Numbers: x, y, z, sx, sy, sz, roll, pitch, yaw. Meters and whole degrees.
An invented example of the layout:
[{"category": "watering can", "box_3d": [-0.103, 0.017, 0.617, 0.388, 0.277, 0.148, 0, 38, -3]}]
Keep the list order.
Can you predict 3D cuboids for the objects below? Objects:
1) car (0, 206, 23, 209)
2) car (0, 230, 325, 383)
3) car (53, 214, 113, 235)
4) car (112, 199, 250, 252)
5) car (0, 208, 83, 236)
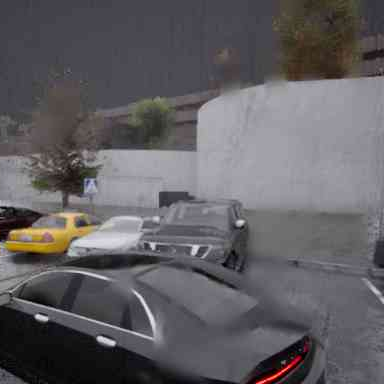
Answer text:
[{"category": "car", "box_3d": [-9.462, 1.459, 16.204, 2.163, 1.488, 4.792, 1, 0, 15]}, {"category": "car", "box_3d": [-0.994, 1.504, 4.088, 4.892, 1.490, 1.837, 0, 0, 36]}, {"category": "car", "box_3d": [-2.121, 1.516, 11.003, 2.002, 1.452, 4.674, 1, 0, 15]}, {"category": "car", "box_3d": [0.322, 1.236, 9.227, 2.435, 2.045, 5.566, 1, 0, 16]}, {"category": "car", "box_3d": [-4.526, 1.462, 12.924, 1.946, 1.575, 5.366, 0, -1, 16]}]
